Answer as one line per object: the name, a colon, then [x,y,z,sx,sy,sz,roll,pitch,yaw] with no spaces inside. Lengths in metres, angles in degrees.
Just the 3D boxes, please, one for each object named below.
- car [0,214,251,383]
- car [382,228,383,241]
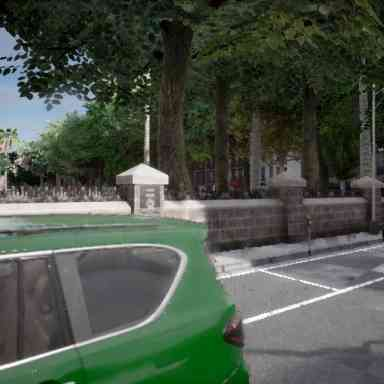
car: [-2.143,1.221,1.851,5.566,2.045,2.150,0,0,-36]
car: [9.787,1.310,13.521,5.009,1.841,2.192,0,0,-36]
